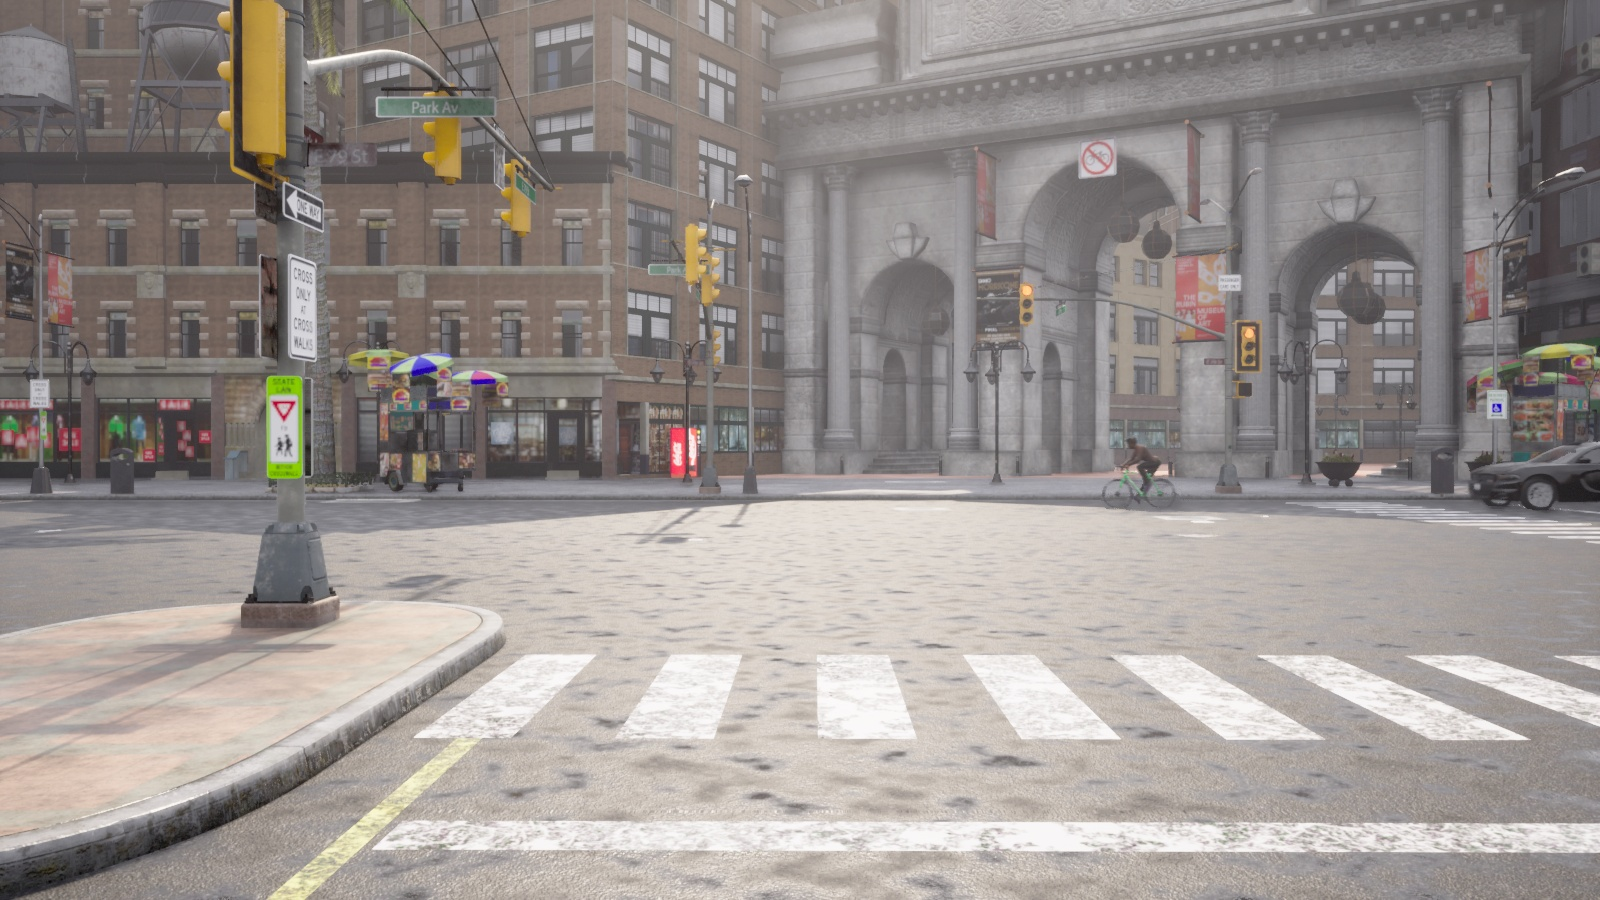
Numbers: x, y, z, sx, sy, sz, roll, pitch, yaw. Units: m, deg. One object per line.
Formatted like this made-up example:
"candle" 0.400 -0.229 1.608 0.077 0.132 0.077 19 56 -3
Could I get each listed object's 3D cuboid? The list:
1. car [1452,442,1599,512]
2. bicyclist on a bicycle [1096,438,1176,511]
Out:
"car" 17.632 0.579 28.166 5.008 1.535 1.882 0 0 1
"bicyclist on a bicycle" 7.565 0.546 28.308 1.656 1.620 0.582 0 0 1
